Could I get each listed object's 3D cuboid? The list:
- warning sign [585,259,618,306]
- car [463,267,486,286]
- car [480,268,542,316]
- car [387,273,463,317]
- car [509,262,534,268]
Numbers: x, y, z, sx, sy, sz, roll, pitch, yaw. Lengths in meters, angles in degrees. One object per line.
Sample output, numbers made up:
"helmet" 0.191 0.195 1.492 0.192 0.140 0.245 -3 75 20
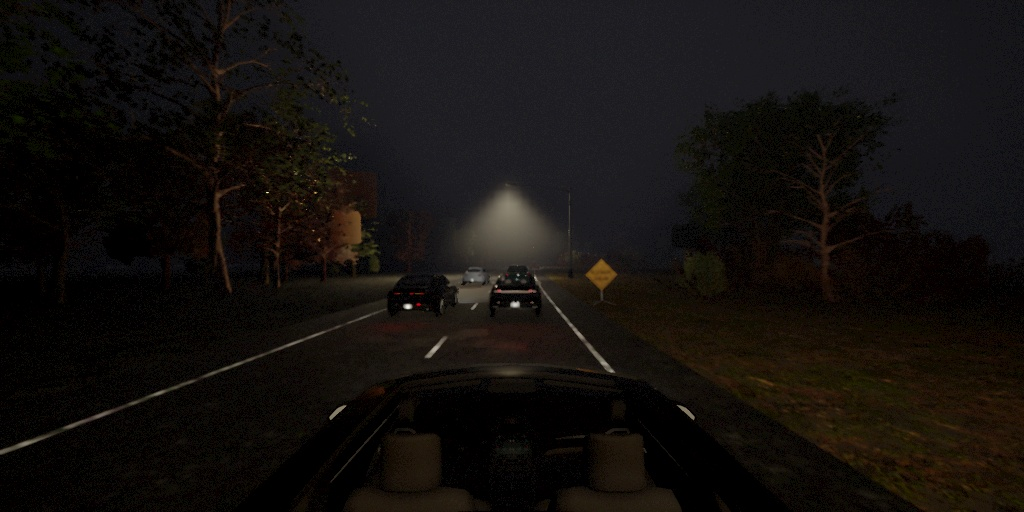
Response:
"warning sign" 3.661 1.039 14.633 1.300 1.860 1.060 0 0 1
"car" -2.958 1.650 29.846 1.812 1.442 4.674 0 -1 2
"car" 0.158 1.407 14.092 2.128 1.511 4.902 0 -1 1
"car" -3.342 1.421 14.135 1.837 1.490 4.892 0 0 1
"car" 0.511 1.465 28.992 2.097 1.767 4.553 0 -1 2
